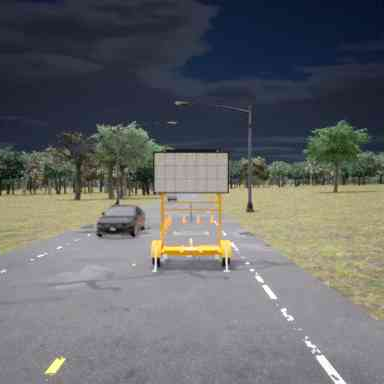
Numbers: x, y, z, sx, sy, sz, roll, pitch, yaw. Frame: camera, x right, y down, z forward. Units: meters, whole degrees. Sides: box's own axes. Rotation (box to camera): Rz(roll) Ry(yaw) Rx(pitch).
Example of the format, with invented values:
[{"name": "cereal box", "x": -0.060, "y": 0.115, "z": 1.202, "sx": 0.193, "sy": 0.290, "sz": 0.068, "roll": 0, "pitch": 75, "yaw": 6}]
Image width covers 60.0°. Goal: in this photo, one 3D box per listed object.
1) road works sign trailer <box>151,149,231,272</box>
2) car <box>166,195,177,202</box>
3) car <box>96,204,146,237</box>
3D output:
[{"name": "road works sign trailer", "x": -0.026, "y": 0.445, "z": 10.692, "sx": 2.380, "sy": 3.560, "sz": 2.880, "roll": 0, "pitch": 0, "yaw": 0}, {"name": "car", "x": -3.654, "y": 1.184, "z": 61.309, "sx": 2.033, "sy": 1.411, "sz": 5.357, "roll": 0, "pitch": 1, "yaw": 0}, {"name": "car", "x": -3.643, "y": 1.430, "z": 17.777, "sx": 1.882, "sy": 1.535, "sz": 5.008, "roll": 0, "pitch": 0, "yaw": 0}]
